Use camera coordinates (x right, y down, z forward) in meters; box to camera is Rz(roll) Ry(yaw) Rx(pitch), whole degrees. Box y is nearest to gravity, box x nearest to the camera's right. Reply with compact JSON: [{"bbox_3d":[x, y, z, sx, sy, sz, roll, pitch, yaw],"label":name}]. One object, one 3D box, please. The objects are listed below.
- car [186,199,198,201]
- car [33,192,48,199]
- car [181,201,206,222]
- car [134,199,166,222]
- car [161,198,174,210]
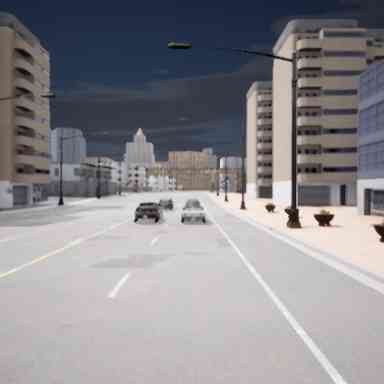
[{"bbox_3d":[0.097,1.575,43.897,1.994,1.385,4.181,0,1,0],"label":"car"},{"bbox_3d":[-29.474,0.677,64.429,1.970,1.475,3.806,0,2,0],"label":"car"},{"bbox_3d":[0.094,1.647,26.583,1.895,1.301,4.718,0,0,0],"label":"car"},{"bbox_3d":[-3.405,1.551,26.672,1.837,1.490,4.892,0,0,0],"label":"car"},{"bbox_3d":[-3.402,1.501,43.913,2.128,1.511,4.902,0,1,0],"label":"car"}]
